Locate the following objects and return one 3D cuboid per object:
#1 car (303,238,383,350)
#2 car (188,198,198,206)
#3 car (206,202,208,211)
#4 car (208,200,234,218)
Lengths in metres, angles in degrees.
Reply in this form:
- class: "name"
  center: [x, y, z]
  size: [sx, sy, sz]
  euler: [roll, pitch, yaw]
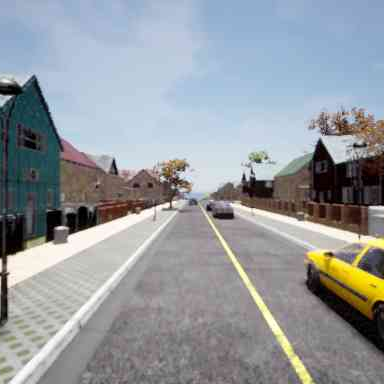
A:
- class: "car"
  center: [3.589, 1.478, 5.985]
  size: [1.801, 1.575, 5.366]
  euler: [0, 0, 0]
- class: "car"
  center: [0.243, 1.878, 65.308]
  size: [1.837, 1.490, 4.892]
  euler: [0, -1, 0]
- class: "car"
  center: [2.924, 1.795, 44.252]
  size: [1.994, 1.385, 4.181]
  euler: [0, 0, 1]
- class: "car"
  center: [2.936, 1.699, 31.947]
  size: [2.033, 1.411, 5.357]
  euler: [0, 0, 0]
